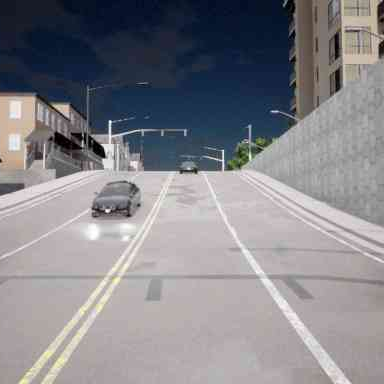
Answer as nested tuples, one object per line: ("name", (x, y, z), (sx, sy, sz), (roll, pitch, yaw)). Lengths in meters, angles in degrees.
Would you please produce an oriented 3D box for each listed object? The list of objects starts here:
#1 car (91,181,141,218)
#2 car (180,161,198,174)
("car", (-3.789, 0.280, 17.178), (1.837, 1.490, 4.892), (0, 8, -1))
("car", (-0.357, -2.807, 37.303), (1.994, 1.385, 4.181), (0, 7, 0))
